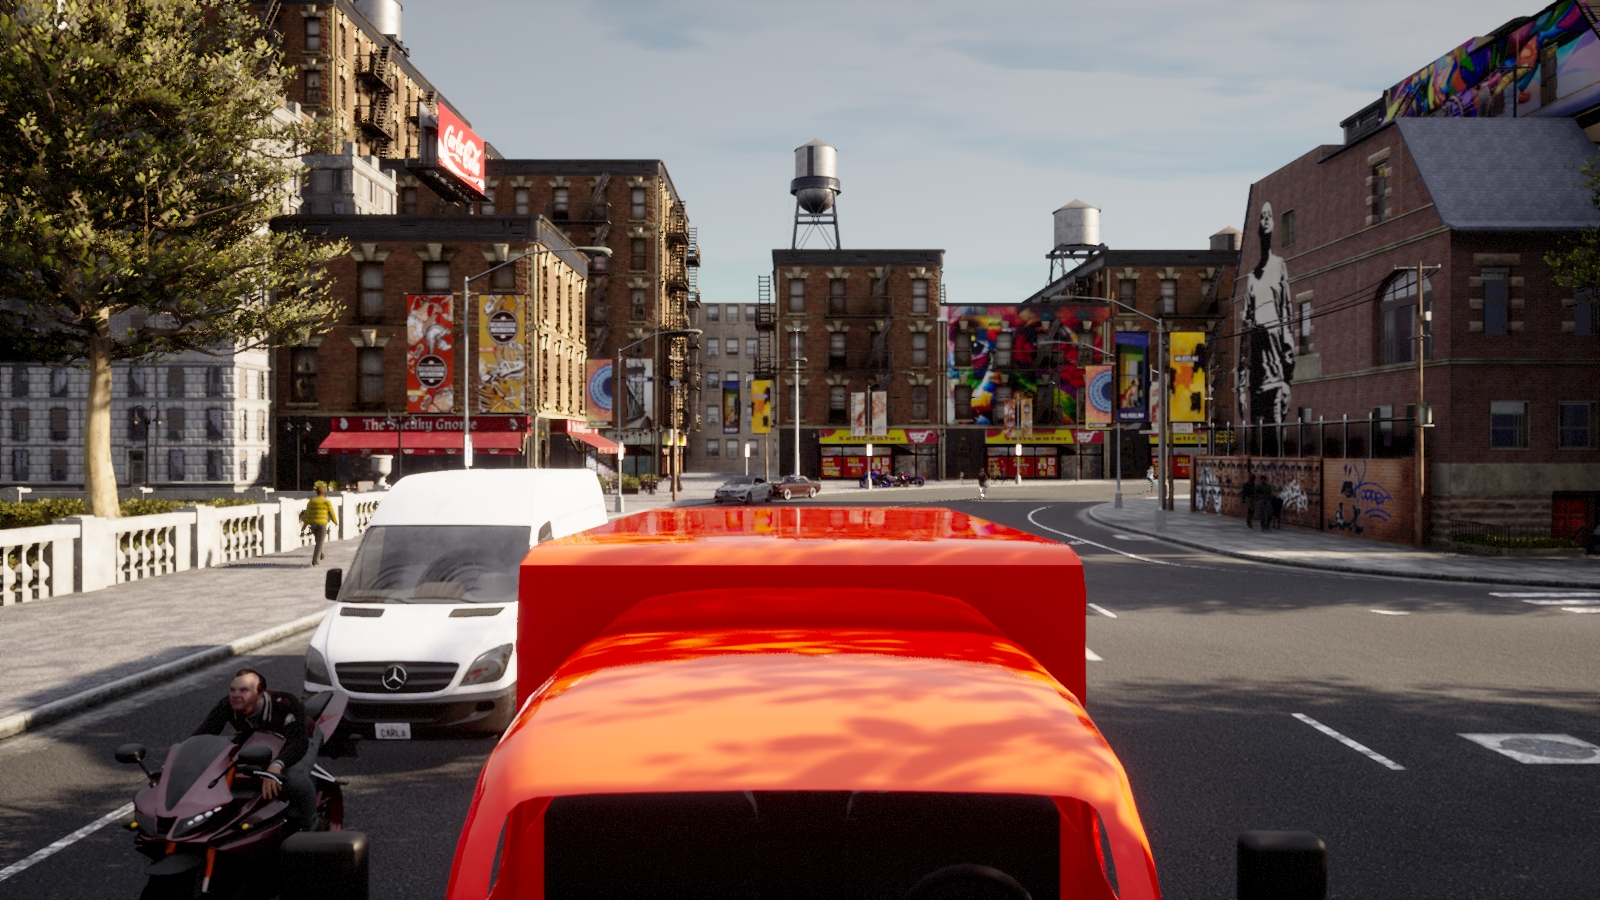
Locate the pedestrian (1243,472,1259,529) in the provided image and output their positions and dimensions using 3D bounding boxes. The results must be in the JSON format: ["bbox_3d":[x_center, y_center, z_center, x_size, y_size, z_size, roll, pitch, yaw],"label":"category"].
[{"bbox_3d":[15.002,1.679,38.033,0.375,1.860,0.375,0,0,-2],"label":"pedestrian"}]

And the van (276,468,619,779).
[{"bbox_3d":[-3.483,1.528,12.720,1.988,2.561,5.915,0,0,0],"label":"van"}]

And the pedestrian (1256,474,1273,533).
[{"bbox_3d":[14.615,1.680,35.978,0.375,1.860,0.375,0,0,-1],"label":"pedestrian"}]

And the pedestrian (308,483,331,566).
[{"bbox_3d":[-10.878,1.685,25.863,0.375,1.860,0.375,0,0,-3],"label":"pedestrian"}]

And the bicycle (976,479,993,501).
[{"bbox_3d":[10.133,2.183,62.846,0.329,1.171,1.835,0,0,29],"label":"bicycle"}]

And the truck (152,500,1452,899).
[{"bbox_3d":[0.000,1.565,4.910,2.627,2.467,5.204,0,0,0],"label":"truck"}]

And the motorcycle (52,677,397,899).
[{"bbox_3d":[-3.261,2.201,6.804,0.867,1.251,2.209,0,0,3],"label":"motorcycle"}]
